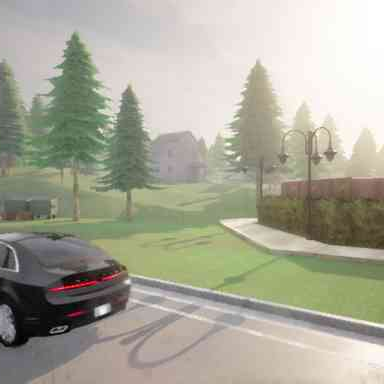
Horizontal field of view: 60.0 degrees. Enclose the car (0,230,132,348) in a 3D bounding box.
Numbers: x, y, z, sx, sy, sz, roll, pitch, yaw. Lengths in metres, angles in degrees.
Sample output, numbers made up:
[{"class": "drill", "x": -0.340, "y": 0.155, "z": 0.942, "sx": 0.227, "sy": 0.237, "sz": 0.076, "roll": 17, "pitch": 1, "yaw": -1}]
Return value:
[{"class": "car", "x": -3.287, "y": 1.503, "z": 6.334, "sx": 4.892, "sy": 1.490, "sz": 1.837, "roll": 0, "pitch": 0, "yaw": 36}]
